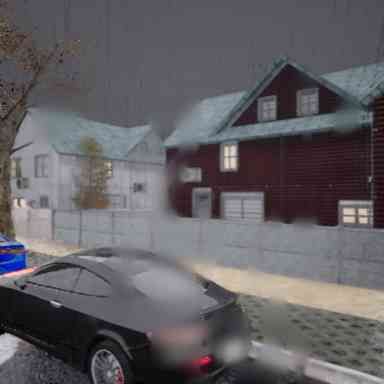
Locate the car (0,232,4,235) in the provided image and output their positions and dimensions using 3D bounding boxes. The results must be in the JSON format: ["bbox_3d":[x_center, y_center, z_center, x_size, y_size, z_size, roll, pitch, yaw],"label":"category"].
[{"bbox_3d":[-6.228,1.535,8.563,5.008,1.535,1.882,0,-1,36],"label":"car"}]

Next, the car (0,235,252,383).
[{"bbox_3d":[-1.401,1.568,4.998,4.674,1.442,1.812,0,-1,36],"label":"car"}]
